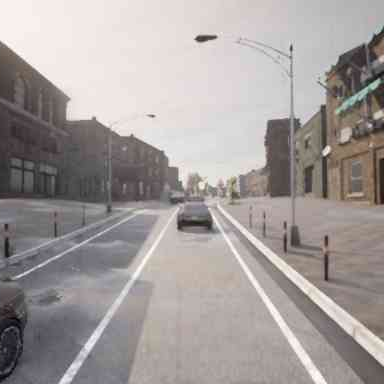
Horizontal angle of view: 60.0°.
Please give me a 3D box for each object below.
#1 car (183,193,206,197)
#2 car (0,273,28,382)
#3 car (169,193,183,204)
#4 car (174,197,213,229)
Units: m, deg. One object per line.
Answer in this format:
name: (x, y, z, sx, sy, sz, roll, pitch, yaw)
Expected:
car: (0.531, 0.870, 36.909, 2.128, 1.511, 4.902, 0, 0, 3)
car: (-3.096, 1.521, 2.698, 1.812, 1.442, 4.674, 0, 0, 0)
car: (-1.956, 0.869, 46.236, 1.882, 1.535, 5.008, -1, -1, 6)
car: (0.149, 1.260, 19.391, 1.994, 1.385, 4.181, 0, 2, 0)
